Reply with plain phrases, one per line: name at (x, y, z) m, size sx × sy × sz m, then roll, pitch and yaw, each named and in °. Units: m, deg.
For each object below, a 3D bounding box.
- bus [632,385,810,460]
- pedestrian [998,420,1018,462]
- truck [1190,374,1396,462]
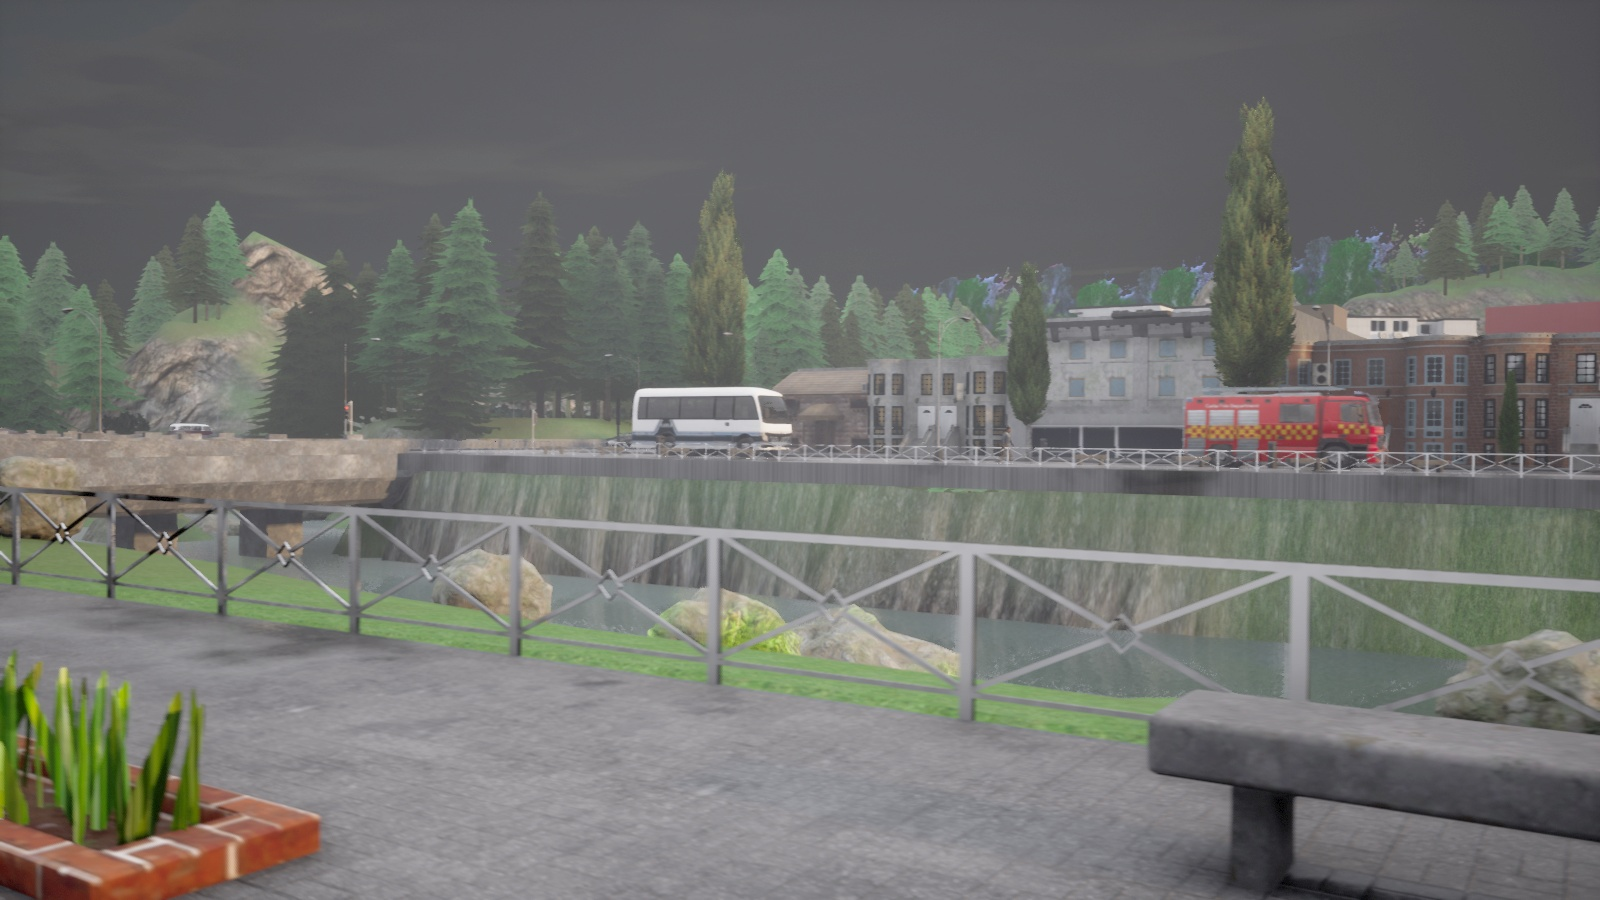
bus at (-4.828, -1.572, 75.819) m, size 10.273 × 4.253 × 3.944 m, roll 0°, pitch 1°, yaw 32°
pedestrian at (9.787, -0.421, 59.055) m, size 0.788 × 1.949 × 0.423 m, roll 0°, pitch 1°, yaw 29°
truck at (22.724, -1.418, 58.112) m, size 8.468 × 3.827 × 2.891 m, roll 0°, pitch 1°, yaw 33°
